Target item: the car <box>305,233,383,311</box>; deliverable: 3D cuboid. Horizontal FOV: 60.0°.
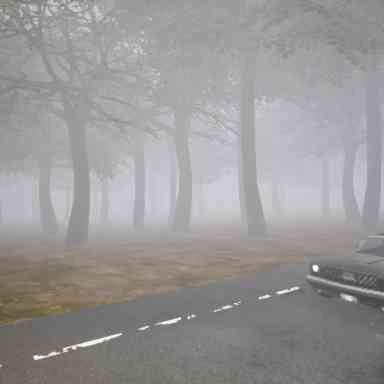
[{"bbox_3d":[4.619,1.598,7.278,4.718,1.301,1.895,0,0,-35],"label":"car"}]
